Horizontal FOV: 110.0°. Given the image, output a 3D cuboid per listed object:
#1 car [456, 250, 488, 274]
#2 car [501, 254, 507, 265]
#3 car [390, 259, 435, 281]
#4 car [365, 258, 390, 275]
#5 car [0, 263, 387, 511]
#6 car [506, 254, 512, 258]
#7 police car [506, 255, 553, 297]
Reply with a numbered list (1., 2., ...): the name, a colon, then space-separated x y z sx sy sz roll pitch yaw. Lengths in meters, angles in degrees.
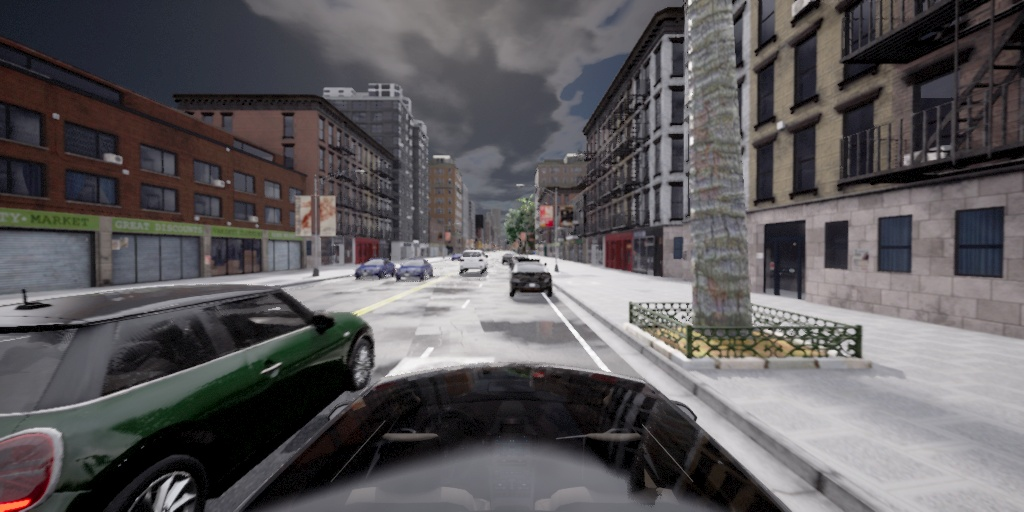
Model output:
1. car: -3.493 0.515 33.252 2.150 2.045 5.566 0 1 -1
2. car: -0.557 0.477 53.381 1.837 1.490 4.892 0 1 0
3. car: -6.858 0.933 25.641 1.812 1.442 4.674 0 1 -1
4. car: -10.111 0.916 26.913 1.812 1.442 4.674 0 1 -1
5. car: -3.170 1.074 3.756 2.097 1.767 4.553 0 1 -1
6. car: 0.633 0.798 33.204 1.837 1.490 4.892 0 1 -1
7. police car: 0.807 0.949 17.316 1.930 1.638 5.238 0 1 -1
